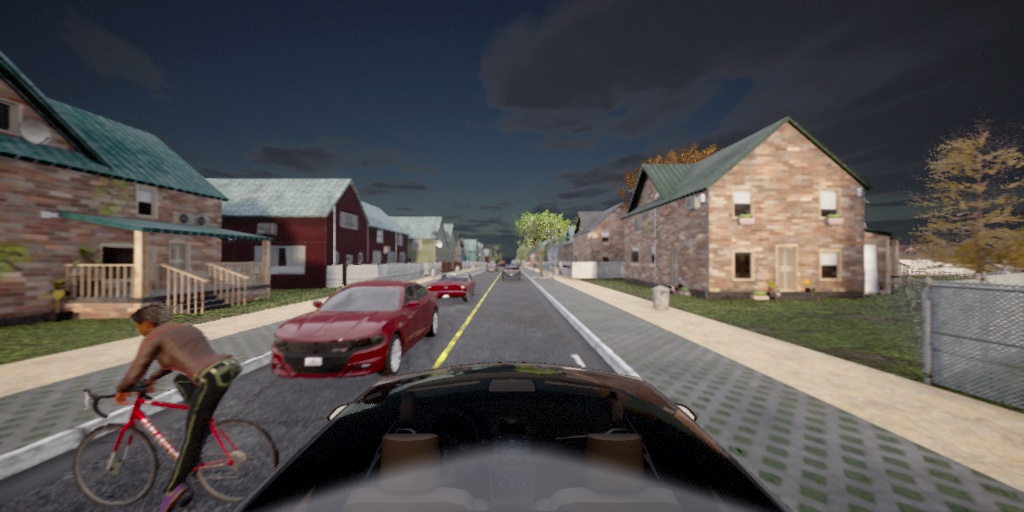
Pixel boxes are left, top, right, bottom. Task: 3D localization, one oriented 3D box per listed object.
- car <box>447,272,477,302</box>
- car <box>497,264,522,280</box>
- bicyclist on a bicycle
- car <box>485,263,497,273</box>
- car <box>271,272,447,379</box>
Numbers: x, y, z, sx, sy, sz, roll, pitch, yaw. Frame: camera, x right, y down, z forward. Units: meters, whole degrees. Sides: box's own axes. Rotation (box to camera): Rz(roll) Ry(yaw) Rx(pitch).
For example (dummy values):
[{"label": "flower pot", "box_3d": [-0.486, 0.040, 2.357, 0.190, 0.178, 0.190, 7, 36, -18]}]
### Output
[{"label": "car", "box_3d": [-2.900, 1.478, 17.981, 1.895, 1.301, 4.718, 0, 0, 0]}, {"label": "car", "box_3d": [-0.043, 1.543, 35.134, 2.128, 1.511, 4.902, 0, -1, 0]}, {"label": "bicyclist on a bicycle", "box_3d": [-2.729, 1.213, 2.896, 1.656, 1.620, 0.582, -2, 0, 0]}, {"label": "car", "box_3d": [-3.066, 1.847, 55.877, 1.812, 1.442, 4.674, 0, -1, 0]}, {"label": "car", "box_3d": [-2.874, 1.272, 7.691, 1.882, 1.535, 5.008, 0, 0, 0]}]
